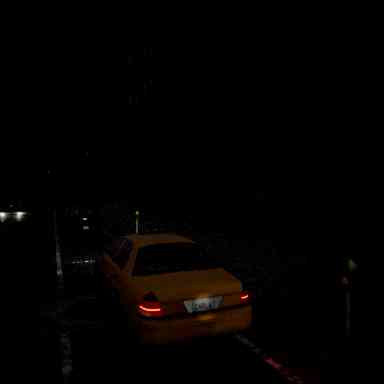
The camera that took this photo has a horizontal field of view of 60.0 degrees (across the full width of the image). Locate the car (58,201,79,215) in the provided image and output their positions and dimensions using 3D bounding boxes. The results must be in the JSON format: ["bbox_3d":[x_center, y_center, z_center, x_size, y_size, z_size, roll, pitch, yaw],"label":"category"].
[{"bbox_3d":[-8.283,1.552,23.755,2.008,1.369,4.403,0,0,-23],"label":"car"}]

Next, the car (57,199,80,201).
[{"bbox_3d":[-10.416,1.567,28.851,1.947,1.339,4.313,0,0,-23],"label":"car"}]

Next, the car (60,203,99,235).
[{"bbox_3d":[-6.151,1.552,18.660,2.008,1.369,4.403,0,0,-23],"label":"car"}]

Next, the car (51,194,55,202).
[{"bbox_3d":[-31.891,1.470,79.418,1.967,1.590,4.097,0,0,-24],"label":"car"}]

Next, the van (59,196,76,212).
[{"bbox_3d":[-14.681,1.343,39.042,1.690,1.788,3.998,0,0,-23],"label":"van"}]

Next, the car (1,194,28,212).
[{"bbox_3d":[-21.491,1.208,40.135,2.150,2.045,5.566,0,0,-23],"label":"car"}]

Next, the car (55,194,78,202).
[{"bbox_3d":[-12.549,1.317,33.946,2.192,1.841,5.009,0,0,-23],"label":"car"}]

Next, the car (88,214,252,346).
[{"bbox_3d":[-0.844,1.457,6.737,1.801,1.575,5.366,0,0,-23],"label":"car"}]
